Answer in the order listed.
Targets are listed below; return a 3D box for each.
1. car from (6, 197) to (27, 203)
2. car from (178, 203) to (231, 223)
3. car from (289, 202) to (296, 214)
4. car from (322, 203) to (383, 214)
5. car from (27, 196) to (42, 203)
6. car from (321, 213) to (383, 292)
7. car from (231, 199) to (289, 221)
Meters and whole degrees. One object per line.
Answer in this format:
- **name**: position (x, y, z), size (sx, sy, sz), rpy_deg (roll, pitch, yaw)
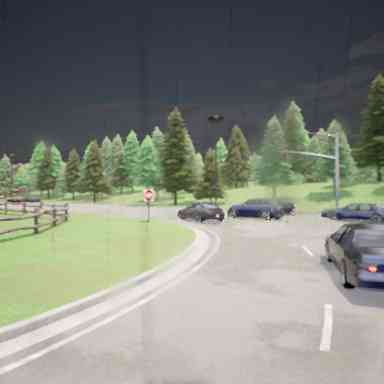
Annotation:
- **car**: position (-35.782, 1.667, 67.100), size (4.718, 1.301, 1.895), rpy_deg (0, 0, 41)
- **car**: position (0.651, 1.531, 25.370), size (1.812, 1.442, 4.674), rpy_deg (1, -1, -30)
- **car**: position (8.081, 1.500, 33.933), size (4.892, 1.490, 1.837), rpy_deg (0, 0, 41)
- **car**: position (12.755, 1.534, 25.266), size (5.357, 1.411, 2.033), rpy_deg (0, 0, 41)
- **car**: position (-33.506, 1.609, 69.758), size (5.357, 1.411, 2.033), rpy_deg (0, 0, 41)
- **car**: position (4.763, 1.542, 8.854), size (2.033, 1.411, 5.357), rpy_deg (0, 0, 15)
- **car**: position (5.142, 1.350, 27.220), size (4.553, 1.767, 2.097), rpy_deg (0, 0, 41)
